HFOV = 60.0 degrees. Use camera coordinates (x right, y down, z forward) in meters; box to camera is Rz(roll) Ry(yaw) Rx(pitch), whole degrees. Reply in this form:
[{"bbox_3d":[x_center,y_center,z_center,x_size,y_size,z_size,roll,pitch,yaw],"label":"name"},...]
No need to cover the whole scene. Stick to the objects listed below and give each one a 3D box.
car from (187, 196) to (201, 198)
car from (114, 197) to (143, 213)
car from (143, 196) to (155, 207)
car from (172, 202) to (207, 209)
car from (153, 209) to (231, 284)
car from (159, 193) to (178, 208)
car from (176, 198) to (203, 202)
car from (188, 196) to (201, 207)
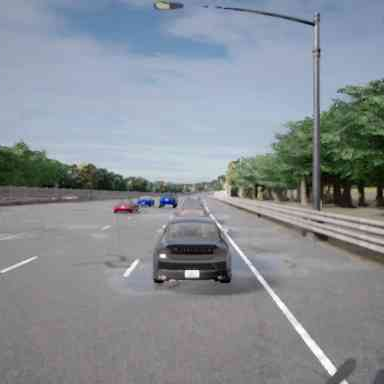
[{"bbox_3d":[0.108,1.223,35.261,2.097,1.767,4.553,0,0,1],"label":"car"},{"bbox_3d":[-6.888,1.473,35.341,1.994,1.385,4.181,0,0,1],"label":"car"},{"bbox_3d":[-6.581,1.382,48.132,1.882,1.535,5.008,0,0,2],"label":"car"},{"bbox_3d":[0.008,1.451,16.983,1.812,1.442,4.674,0,0,0],"label":"car"},{"bbox_3d":[0.000,1.463,9.405,1.837,1.490,4.892,0,0,0],"label":"car"},{"bbox_3d":[-3.169,1.103,45.718,2.150,2.045,5.566,0,0,2],"label":"car"},{"bbox_3d":[-0.001,1.414,23.796,1.837,1.490,4.892,0,0,0],"label":"car"},{"bbox_3d":[0.435,1.389,48.400,1.812,1.442,4.674,0,0,2],"label":"car"}]
